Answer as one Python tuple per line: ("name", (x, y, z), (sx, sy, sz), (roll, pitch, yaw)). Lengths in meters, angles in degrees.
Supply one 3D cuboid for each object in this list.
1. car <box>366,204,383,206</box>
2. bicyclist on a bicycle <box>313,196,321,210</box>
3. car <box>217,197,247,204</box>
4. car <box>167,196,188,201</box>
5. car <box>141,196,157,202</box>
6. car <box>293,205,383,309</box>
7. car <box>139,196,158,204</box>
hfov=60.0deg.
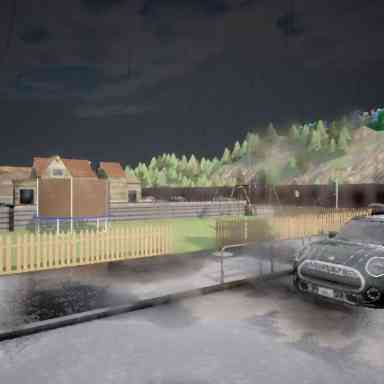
("car", (15.025, 1.601, 26.049), (1.895, 1.301, 4.718), (0, 0, -36))
("bicyclist on a bicycle", (15.152, 1.349, 40.287), (1.656, 1.620, 0.582), (0, 0, -36))
("car", (4.712, 1.352, 40.441), (2.097, 1.767, 4.553), (0, 0, -35))
("car", (-2.641, 1.505, 57.818), (1.837, 1.490, 4.892), (0, 0, -35))
("car", (-8.264, 1.600, 58.700), (1.895, 1.301, 4.718), (0, 0, -35))
("car", (4.433, 1.352, 7.746), (4.553, 1.767, 2.097), (0, 0, -35))
("car", (-8.755, 1.526, 66.256), (1.812, 1.442, 4.674), (0, 0, -36))
